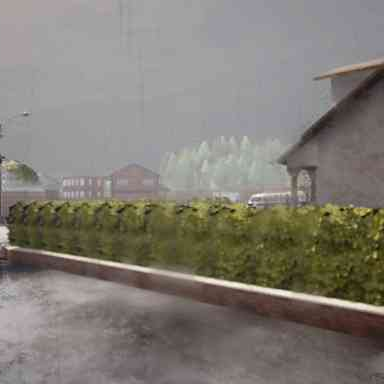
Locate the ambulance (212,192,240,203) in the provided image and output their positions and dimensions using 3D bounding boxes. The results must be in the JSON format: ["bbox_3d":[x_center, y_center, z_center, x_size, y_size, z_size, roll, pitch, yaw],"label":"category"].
[{"bbox_3d":[4.256,1.246,45.478,2.351,2.431,6.366,-1,0,36],"label":"ambulance"}]

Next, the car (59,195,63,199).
[{"bbox_3d":[-26.204,1.531,64.961,3.866,1.878,1.905,-1,0,36],"label":"car"}]
